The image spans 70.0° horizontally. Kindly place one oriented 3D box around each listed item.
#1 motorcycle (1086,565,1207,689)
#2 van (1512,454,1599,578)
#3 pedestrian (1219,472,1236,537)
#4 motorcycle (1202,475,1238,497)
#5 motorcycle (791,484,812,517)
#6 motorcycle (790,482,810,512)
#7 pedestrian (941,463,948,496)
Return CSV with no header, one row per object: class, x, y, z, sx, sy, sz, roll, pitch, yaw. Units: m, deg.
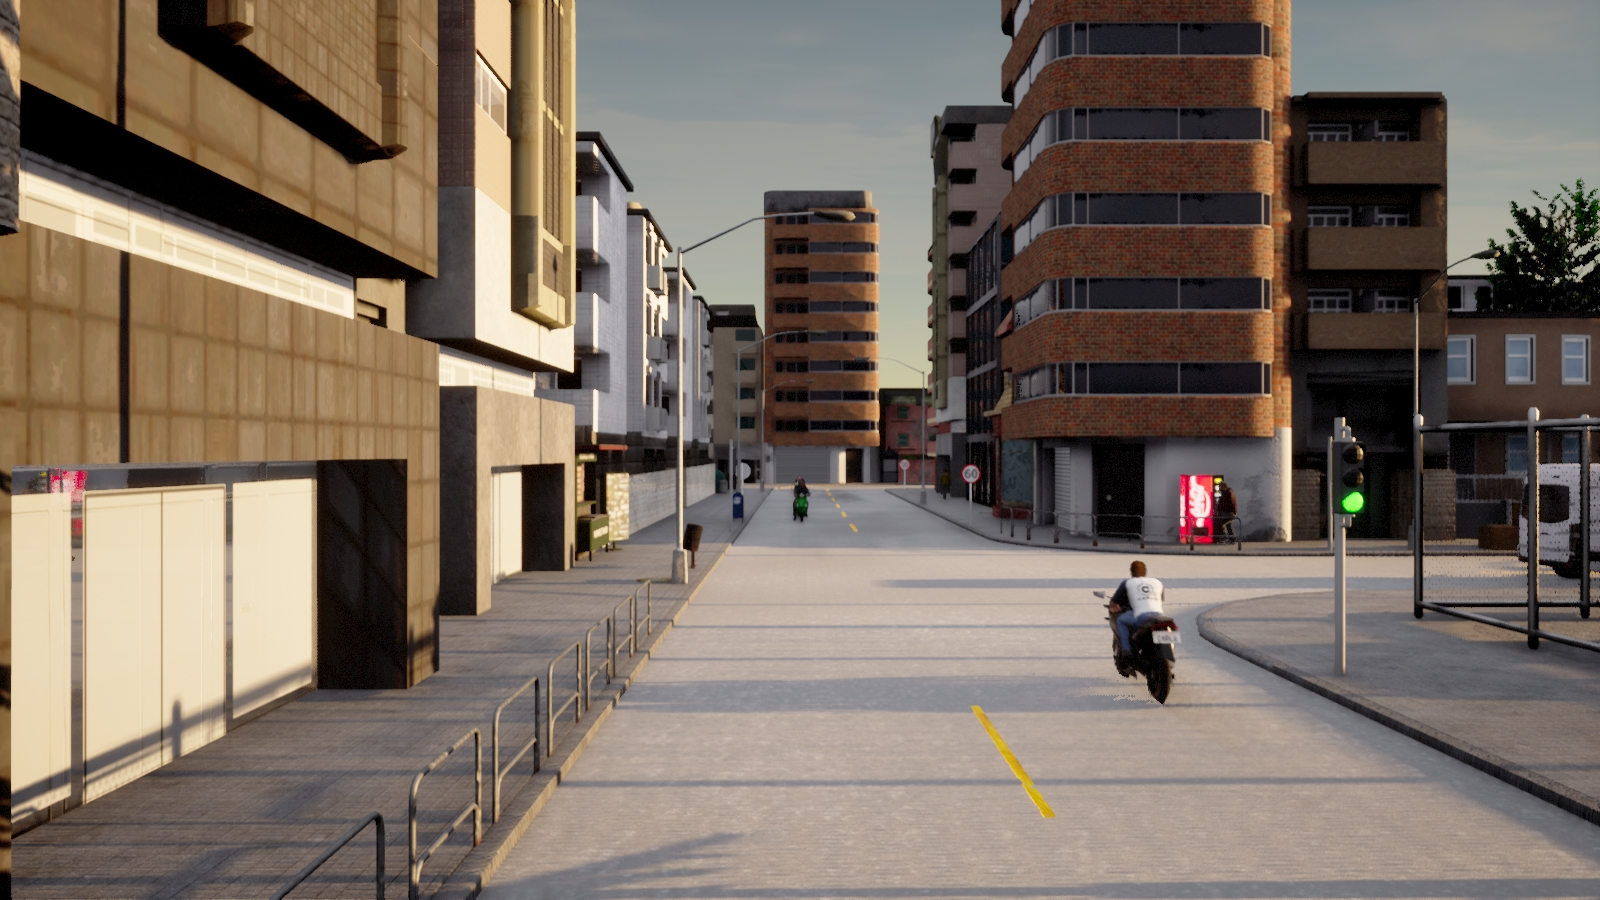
motorcycle,4.017,2.020,13.414,0.803,1.145,2.033,0,0,0
van,18.896,1.361,24.583,5.915,2.561,1.988,0,0,0
pedestrian,12.344,1.578,33.000,0.375,1.860,0.375,0,0,9
motorcycle,24.453,2.083,66.580,1.805,1.236,0.856,0,0,2
motorcycle,0.064,2.048,46.521,0.856,1.236,1.805,0,0,0
motorcycle,0.019,2.054,50.389,0.856,1.236,1.805,0,0,0
pedestrian,8.159,1.640,64.355,0.375,1.860,0.375,0,0,6
